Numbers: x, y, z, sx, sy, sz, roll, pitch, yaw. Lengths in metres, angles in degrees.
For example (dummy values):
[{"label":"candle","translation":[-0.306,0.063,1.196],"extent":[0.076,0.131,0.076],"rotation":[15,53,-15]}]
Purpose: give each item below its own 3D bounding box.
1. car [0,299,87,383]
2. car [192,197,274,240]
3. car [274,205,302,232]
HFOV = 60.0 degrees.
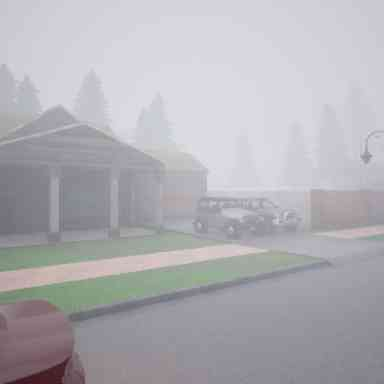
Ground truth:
[{"label":"car","translation":[-3.156,1.477,1.718],"extent":[5.008,1.535,1.882],"rotation":[0,0,-36]},{"label":"car","translation":[1.684,1.176,16.093],"extent":[1.905,1.878,3.866],"rotation":[0,0,-36]},{"label":"car","translation":[3.494,1.174,17.880],"extent":[1.932,1.855,4.605],"rotation":[0,0,-36]}]
